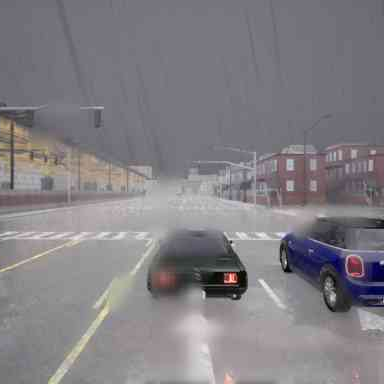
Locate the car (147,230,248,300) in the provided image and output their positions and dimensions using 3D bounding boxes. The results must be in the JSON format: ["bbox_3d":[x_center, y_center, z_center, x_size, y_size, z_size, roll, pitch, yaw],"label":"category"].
[{"bbox_3d":[0.100,1.601,8.317,1.895,1.301,4.718,0,0,0],"label":"car"}]

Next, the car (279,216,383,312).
[{"bbox_3d":[3.599,1.352,7.861,2.097,1.767,4.553,0,0,-1],"label":"car"}]
